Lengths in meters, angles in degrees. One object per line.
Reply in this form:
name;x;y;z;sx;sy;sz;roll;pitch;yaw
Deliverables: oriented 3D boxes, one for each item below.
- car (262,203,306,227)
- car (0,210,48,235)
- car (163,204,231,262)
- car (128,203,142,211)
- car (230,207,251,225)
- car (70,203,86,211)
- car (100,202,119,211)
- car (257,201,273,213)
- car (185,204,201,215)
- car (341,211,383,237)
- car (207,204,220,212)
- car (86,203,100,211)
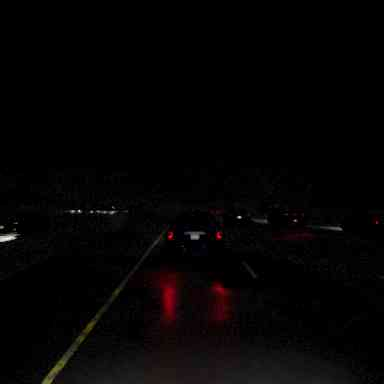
car;7.097;1.813;25.277;2.128;1.511;4.902;0;-1;0
car;-10.598;1.807;20.518;1.994;1.385;4.181;0;-1;0
car;0.095;1.495;12.804;2.097;1.767;4.553;0;-1;0
car;-10.522;2.739;61.883;2.033;1.411;5.357;0;-2;0
car;3.597;1.919;27.306;1.994;1.385;4.181;0;-1;0
car;-21.020;2.747;61.872;1.994;1.385;4.181;0;-2;0
car;-14.035;2.585;58.202;1.837;1.490;4.892;0;-2;1
car;10.595;2.137;47.312;2.097;1.767;4.553;0;-1;0
car;0.095;2.274;44.421;1.994;1.385;4.181;0;-1;0
car;10.598;1.801;19.803;1.994;1.385;4.181;0;-1;0
car;3.593;2.655;57.196;1.895;1.301;4.718;0;-2;0
car;-17.516;2.748;62.286;2.033;1.411;5.357;0;-2;0
